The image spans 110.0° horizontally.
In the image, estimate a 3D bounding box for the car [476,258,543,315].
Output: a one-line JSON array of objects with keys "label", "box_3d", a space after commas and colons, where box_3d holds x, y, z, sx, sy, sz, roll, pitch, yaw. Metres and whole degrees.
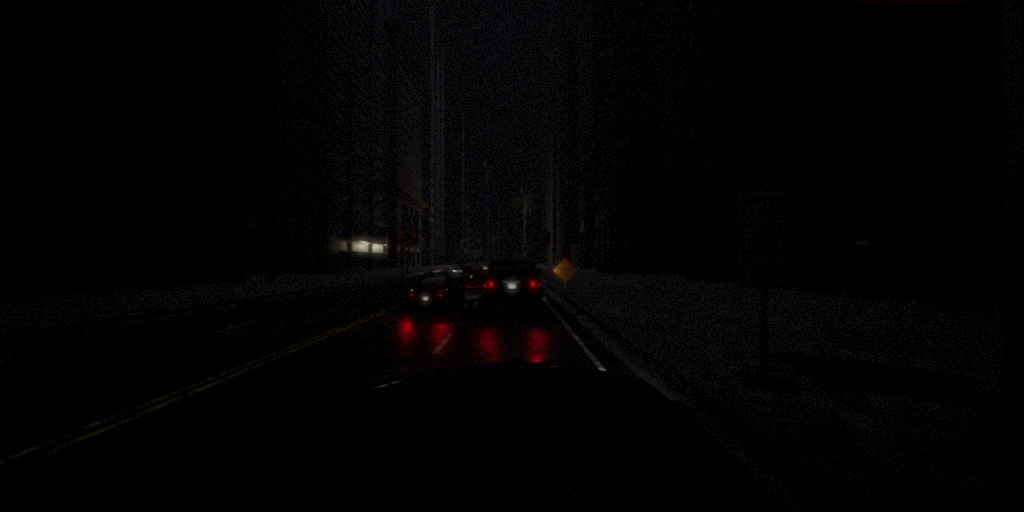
[{"label": "car", "box_3d": [0.009, 1.100, 14.426, 2.150, 2.045, 5.566, 0, 0, 0]}]

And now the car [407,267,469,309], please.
[{"label": "car", "box_3d": [-3.229, 1.414, 15.768, 1.812, 1.442, 4.674, 0, 0, 0]}]

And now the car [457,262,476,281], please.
[{"label": "car", "box_3d": [-3.228, 1.519, 31.099, 1.882, 1.535, 5.008, 0, 0, 0]}]

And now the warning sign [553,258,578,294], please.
[{"label": "warning sign", "box_3d": [2.849, 1.037, 19.092, 1.300, 1.860, 1.060, 0, 0, 0]}]
